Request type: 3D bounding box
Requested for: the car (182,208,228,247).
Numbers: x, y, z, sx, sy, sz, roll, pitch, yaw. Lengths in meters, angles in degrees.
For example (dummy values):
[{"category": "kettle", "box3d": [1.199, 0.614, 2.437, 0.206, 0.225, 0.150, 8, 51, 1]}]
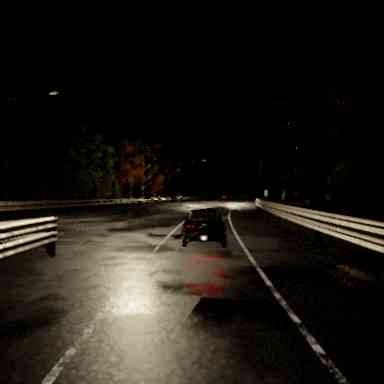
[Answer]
[{"category": "car", "box3d": [0.587, 1.520, 15.241, 1.837, 1.490, 4.892, 0, 0, 3]}]
